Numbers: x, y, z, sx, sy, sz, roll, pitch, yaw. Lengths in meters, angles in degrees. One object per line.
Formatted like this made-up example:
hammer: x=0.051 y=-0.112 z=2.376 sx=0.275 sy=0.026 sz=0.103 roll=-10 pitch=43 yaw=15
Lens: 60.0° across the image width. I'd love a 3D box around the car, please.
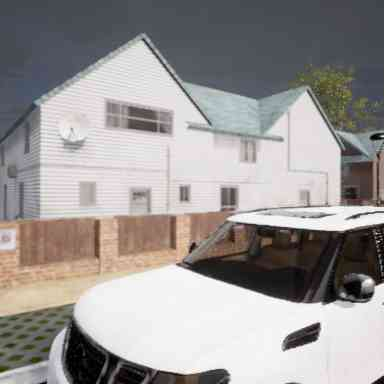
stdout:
car: x=1.333 y=1.225 z=4.013 sx=5.566 sy=2.045 sz=2.150 roll=0 pitch=0 yaw=-35
